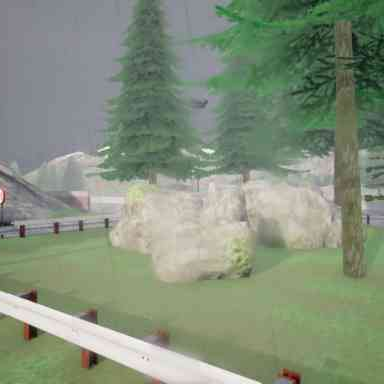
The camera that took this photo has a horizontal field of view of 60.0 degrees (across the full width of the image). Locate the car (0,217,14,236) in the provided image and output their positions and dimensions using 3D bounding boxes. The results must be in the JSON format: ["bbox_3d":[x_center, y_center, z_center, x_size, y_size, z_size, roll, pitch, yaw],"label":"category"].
[{"bbox_3d":[-10.910,1.358,15.493,5.357,1.411,2.033,0,0,18],"label":"car"}]
